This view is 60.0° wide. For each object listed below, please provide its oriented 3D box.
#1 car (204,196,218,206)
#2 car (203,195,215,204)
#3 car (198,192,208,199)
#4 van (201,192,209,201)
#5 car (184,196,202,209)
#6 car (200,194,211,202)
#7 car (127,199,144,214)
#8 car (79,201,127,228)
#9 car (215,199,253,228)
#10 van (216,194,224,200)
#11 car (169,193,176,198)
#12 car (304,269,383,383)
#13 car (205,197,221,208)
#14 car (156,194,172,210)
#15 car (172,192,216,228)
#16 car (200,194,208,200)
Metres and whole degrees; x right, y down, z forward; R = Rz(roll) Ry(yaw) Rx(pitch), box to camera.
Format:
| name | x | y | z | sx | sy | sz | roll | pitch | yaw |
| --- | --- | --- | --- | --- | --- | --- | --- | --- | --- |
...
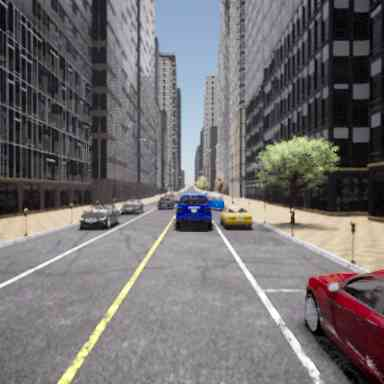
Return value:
| name | x | y | z | sx | sy | sz | roll | pitch | yaw |
| --- | --- | --- | --- | --- | --- | --- | --- | --- | --- |
| car | 2.727 | 1.324 | 49.323 | 1.802 | 1.307 | 4.206 | 0 | 0 | 0 |
| car | 2.731 | 1.232 | 55.190 | 1.752 | 1.417 | 4.829 | 0 | 0 | 0 |
| car | 2.754 | 0.835 | 83.506 | 2.192 | 1.841 | 5.009 | 0 | 0 | 0 |
| van | 2.744 | 0.943 | 72.111 | 1.690 | 1.788 | 3.998 | 0 | 0 | 0 |
| car | 0.131 | 1.275 | 42.325 | 2.128 | 1.511 | 4.902 | 0 | 0 | 0 |
| car | 2.740 | 1.190 | 66.415 | 2.008 | 1.369 | 4.403 | 0 | 0 | 0 |
| car | -5.667 | 1.392 | 32.239 | 2.008 | 1.369 | 4.403 | 0 | 0 | 0 |
| car | -5.676 | 1.453 | 20.844 | 2.008 | 1.369 | 4.403 | 0 | 0 | 0 |
| car | 2.704 | 1.426 | 21.007 | 1.752 | 1.417 | 4.829 | 0 | 0 | 0 |
| van | 2.718 | 1.150 | 37.927 | 1.690 | 1.788 | 3.998 | 0 | 0 | 0 |
| car | -5.618 | 1.019 | 94.908 | 1.802 | 1.307 | 4.206 | 0 | 0 | 0 |
| car | 2.691 | 1.528 | 3.746 | 1.887 | 1.381 | 4.507 | 0 | 0 | 0 |
| car | 2.722 | 1.358 | 43.626 | 1.802 | 1.307 | 4.206 | 0 | 0 | 0 |
| car | -3.062 | 1.308 | 39.280 | 1.837 | 1.490 | 4.892 | 0 | 0 | 0 |
| car | 0.118 | 1.122 | 21.206 | 2.150 | 2.045 | 5.566 | 0 | 0 | 0 |
| car | 2.749 | 1.106 | 77.811 | 1.887 | 1.381 | 4.507 | 0 | 0 | 0 |
